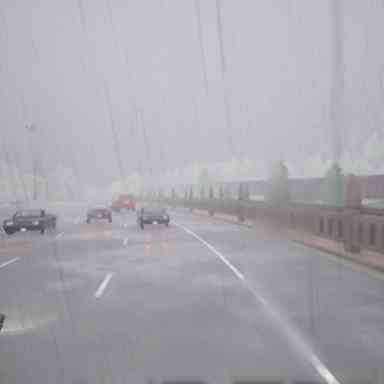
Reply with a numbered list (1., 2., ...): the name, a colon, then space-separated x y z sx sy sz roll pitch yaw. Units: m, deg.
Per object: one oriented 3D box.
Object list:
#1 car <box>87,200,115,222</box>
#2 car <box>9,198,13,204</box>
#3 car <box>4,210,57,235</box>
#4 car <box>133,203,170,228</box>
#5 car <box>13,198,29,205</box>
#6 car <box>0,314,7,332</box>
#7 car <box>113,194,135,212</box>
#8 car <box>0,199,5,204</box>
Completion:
1. car: -7.452 1.582 26.778 1.812 1.442 4.674 0 0 -15
2. car: -40.923 2.060 76.633 1.837 1.490 4.892 0 -2 -21
3. car: -9.166 1.662 19.335 1.895 1.301 4.718 0 0 -12
4. car: -2.763 1.626 22.696 1.895 1.301 4.718 0 0 -13
5. car: -31.793 1.814 62.485 1.994 1.385 4.181 0 0 -21
6. car: -3.544 1.563 2.345 2.033 1.411 5.357 0 0 -2
7. car: -8.269 1.289 40.207 2.150 2.045 5.566 0 0 -20
8. car: -45.140 2.255 77.876 1.994 1.385 4.181 0 -3 -21
